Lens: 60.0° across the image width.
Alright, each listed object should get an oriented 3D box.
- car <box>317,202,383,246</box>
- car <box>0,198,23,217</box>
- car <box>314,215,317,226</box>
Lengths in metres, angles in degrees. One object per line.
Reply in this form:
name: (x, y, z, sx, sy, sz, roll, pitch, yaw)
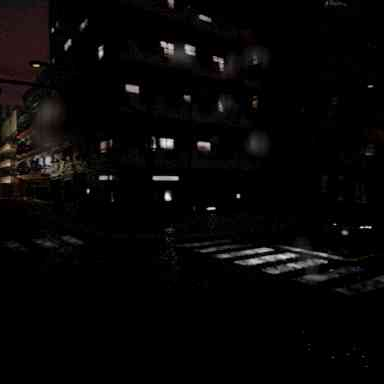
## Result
car: (7.887, 1.287, 14.262, 4.902, 1.511, 2.128, -1, 2, -35)
car: (-14.671, 1.183, 26.481, 2.008, 1.369, 4.403, -2, 2, -35)
car: (8.330, 1.259, 17.752, 4.403, 1.369, 2.008, -1, 1, -35)
